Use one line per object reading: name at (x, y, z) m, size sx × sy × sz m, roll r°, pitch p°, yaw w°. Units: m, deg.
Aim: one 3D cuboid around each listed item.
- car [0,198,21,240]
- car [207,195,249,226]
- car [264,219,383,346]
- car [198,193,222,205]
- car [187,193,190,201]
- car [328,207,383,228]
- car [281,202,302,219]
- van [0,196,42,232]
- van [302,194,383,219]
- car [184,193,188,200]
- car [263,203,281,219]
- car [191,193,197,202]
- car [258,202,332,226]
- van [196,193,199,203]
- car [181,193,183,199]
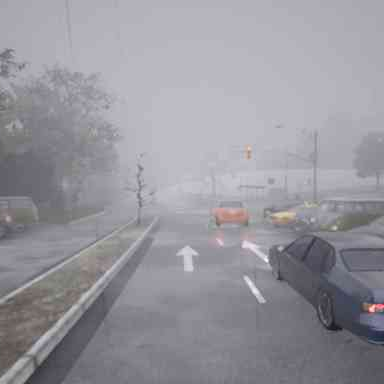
car at (-10.790, 1.361, 15.548) m, size 4.553 × 1.767 × 2.185 m, roll -1°, pitch 0°, yaw -22°
car at (2.476, 1.322, 23.048) m, size 2.097 × 1.767 × 4.553 m, roll 0°, pitch 0°, yaw -3°
car at (3.022, 1.536, 6.765) m, size 2.033 × 1.411 × 5.357 m, roll 0°, pitch 0°, yaw -1°
car at (4.163, 1.467, 61.492) m, size 4.553 × 1.767 × 2.185 m, roll 0°, pitch 0°, yaw -27°
car at (2.358, 1.547, 76.502) m, size 5.366 × 1.575 × 1.946 m, roll 0°, pitch 0°, yaw -28°
car at (7.616, 1.462, 11.719) m, size 4.892 × 1.521 × 2.231 m, roll 1°, pitch 0°, yaw -22°
car at (7.452, 1.326, 17.768) m, size 4.553 × 1.767 × 2.185 m, roll 1°, pitch 0°, yaw -22°
van at (-10.831, 1.257, 18.542) m, size 4.442 × 1.987 × 1.878 m, roll -1°, pitch 0°, yaw -22°
van at (7.420, 1.229, 14.692) m, size 4.442 × 1.987 × 1.878 m, roll 1°, pitch 0°, yaw -22°
car at (1.802, 1.289, 79.402) m, size 5.566 × 2.045 × 2.435 m, roll 0°, pitch 0°, yaw -28°
car at (7.128, 1.441, 20.704) m, size 5.366 × 1.575 × 1.946 m, roll 1°, pitch 0°, yaw -23°
car at (3.403, 1.324, 67.459) m, size 5.566 × 2.045 × 2.435 m, roll 1°, pitch 0°, yaw -28°
car at (7.344, 1.478, 23.757) m, size 4.792 × 1.488 × 2.163 m, roll 1°, pitch 0°, yaw -23°
van at (3.717, 1.357, 64.436) m, size 4.442 × 1.987 × 1.878 m, roll 0°, pitch 0°, yaw -28°
car at (0.063, 1.392, 91.260) m, size 4.553 × 1.767 × 2.185 m, roll 1°, pitch 0°, yaw -28°
